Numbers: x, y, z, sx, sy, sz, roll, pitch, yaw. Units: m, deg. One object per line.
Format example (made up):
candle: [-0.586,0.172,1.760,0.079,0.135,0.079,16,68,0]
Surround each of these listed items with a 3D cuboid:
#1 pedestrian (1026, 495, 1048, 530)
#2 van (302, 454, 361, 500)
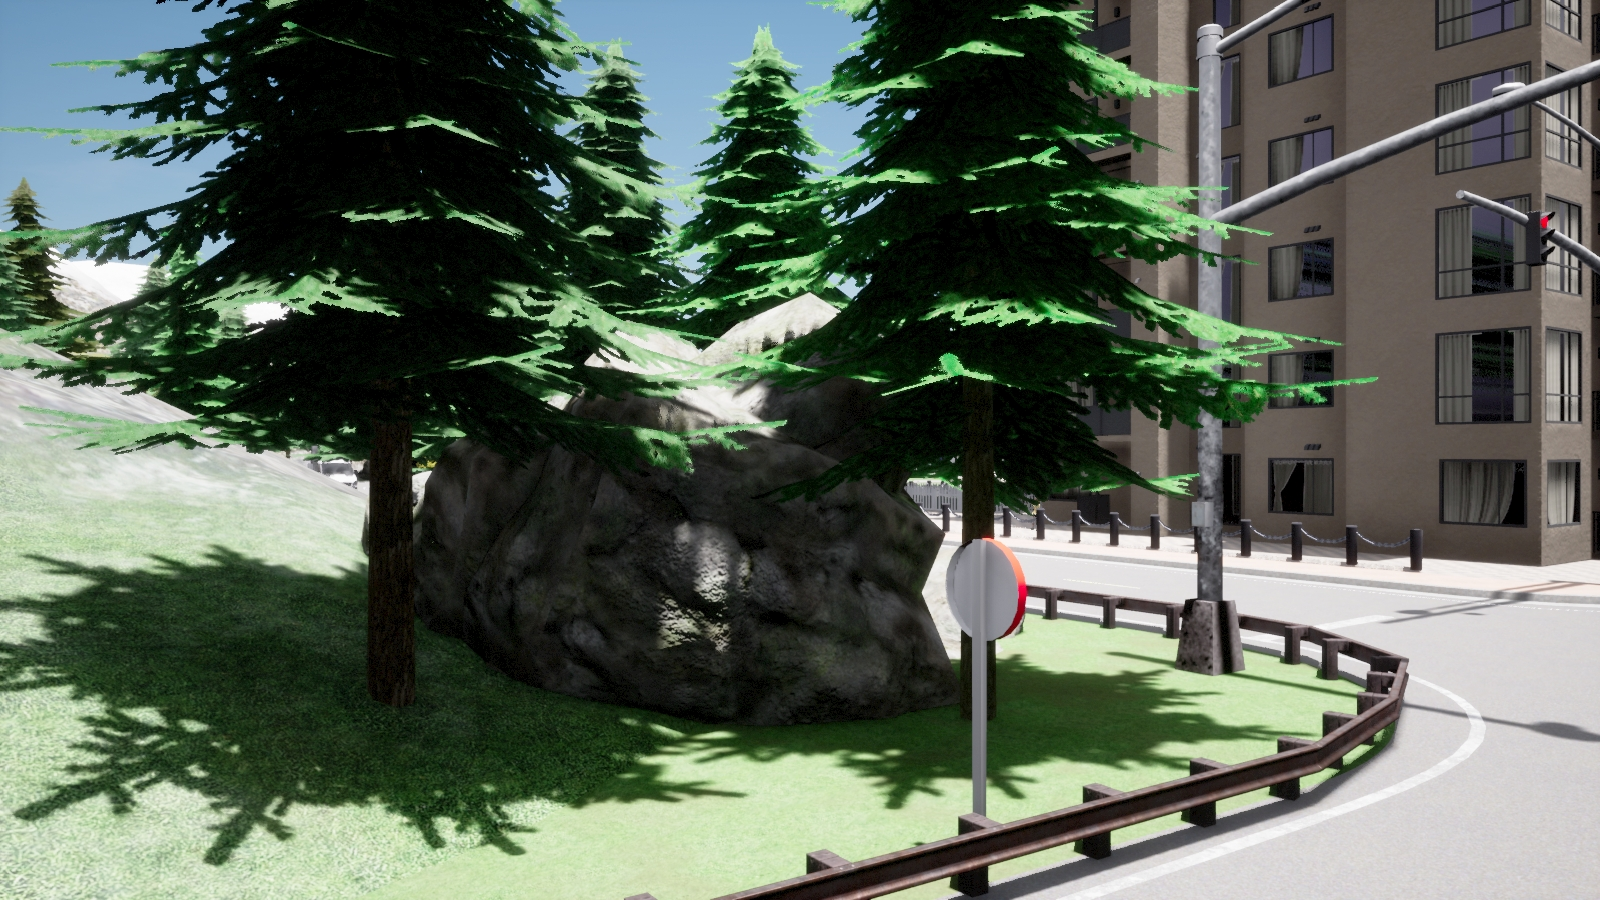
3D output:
pedestrian: [7.723,2.040,37.208,0.500,1.100,0.500,0,0,-33]
van: [-27.802,1.519,67.707,1.988,2.561,5.915,0,0,-35]
